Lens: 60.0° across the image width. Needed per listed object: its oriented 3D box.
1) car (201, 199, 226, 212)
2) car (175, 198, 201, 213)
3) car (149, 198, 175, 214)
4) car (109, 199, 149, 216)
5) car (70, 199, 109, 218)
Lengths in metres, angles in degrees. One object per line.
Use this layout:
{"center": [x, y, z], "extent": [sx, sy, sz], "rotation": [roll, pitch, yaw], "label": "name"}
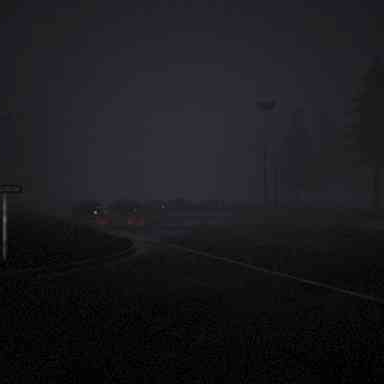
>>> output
{"center": [1.979, 1.485, 37.701], "extent": [1.994, 1.385, 4.181], "rotation": [0, 0, -34], "label": "car"}
{"center": [-1.547, 1.397, 36.656], "extent": [1.882, 1.535, 5.008], "rotation": [0, 0, -34], "label": "car"}
{"center": [-3.963, 1.486, 33.988], "extent": [1.994, 1.385, 4.181], "rotation": [0, 0, -34], "label": "car"}
{"center": [-6.373, 1.417, 31.311], "extent": [2.128, 1.511, 4.902], "rotation": [0, 0, -34], "label": "car"}
{"center": [-9.327, 1.431, 29.431], "extent": [1.837, 1.490, 4.892], "rotation": [0, 0, -34], "label": "car"}
